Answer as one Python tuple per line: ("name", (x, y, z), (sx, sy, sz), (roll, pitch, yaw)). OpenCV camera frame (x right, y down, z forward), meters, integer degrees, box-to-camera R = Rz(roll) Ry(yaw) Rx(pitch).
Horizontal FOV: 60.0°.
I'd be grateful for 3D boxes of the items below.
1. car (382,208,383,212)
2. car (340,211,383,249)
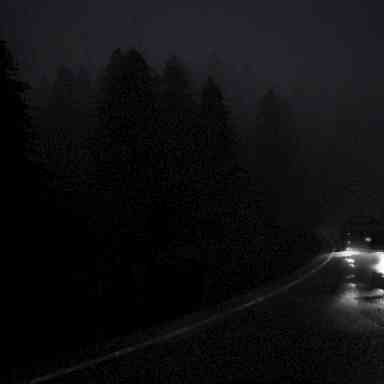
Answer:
("car", (15.112, 1.809, 24.852), (2.128, 1.511, 4.902), (-3, -2, 23))
("car", (8.061, 1.830, 15.679), (1.994, 1.385, 4.181), (-3, -2, 22))
